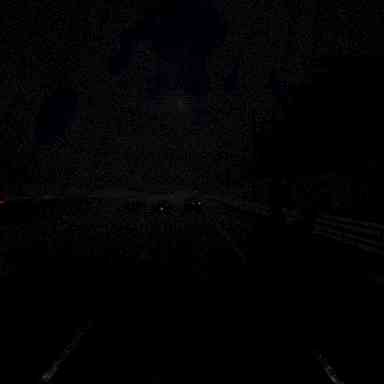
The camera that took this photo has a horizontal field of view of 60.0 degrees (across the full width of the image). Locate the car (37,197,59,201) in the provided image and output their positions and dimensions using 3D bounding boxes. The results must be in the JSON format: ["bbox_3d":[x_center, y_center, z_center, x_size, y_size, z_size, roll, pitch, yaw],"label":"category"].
[{"bbox_3d":[-17.430,1.333,40.131,1.882,1.535,5.008,0,0,1],"label":"car"}]

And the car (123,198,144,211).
[{"bbox_3d":[-6.903,1.419,39.769,1.882,1.535,5.008,0,0,0],"label":"car"}]

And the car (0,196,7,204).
[{"bbox_3d":[-20.988,1.178,33.977,2.097,1.767,4.553,0,0,1],"label":"car"}]

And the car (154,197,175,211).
[{"bbox_3d":[-3.403,1.571,39.763,1.895,1.301,4.718,0,0,0],"label":"car"}]

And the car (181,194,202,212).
[{"bbox_3d":[0.098,1.351,39.676,2.097,1.767,4.553,0,0,0],"label":"car"}]
